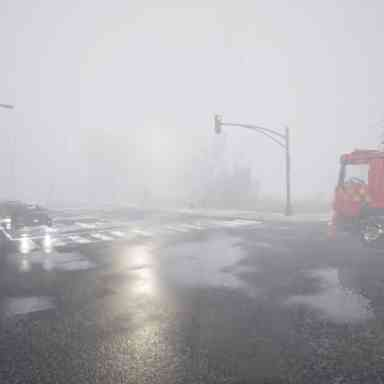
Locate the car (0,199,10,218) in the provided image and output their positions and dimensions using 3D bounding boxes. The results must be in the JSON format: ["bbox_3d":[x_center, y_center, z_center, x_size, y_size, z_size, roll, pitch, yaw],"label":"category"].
[{"bbox_3d":[-15.614,1.473,29.145,1.994,1.385,4.181,-2,1,-35],"label":"car"}]

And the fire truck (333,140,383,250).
[{"bbox_3d":[8.640,0.061,9.781,2.891,3.827,8.468,-1,1,-32],"label":"fire truck"}]

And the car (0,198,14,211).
[{"bbox_3d":[-22.439,1.489,39.518,1.895,1.301,4.718,-2,1,-33],"label":"car"}]

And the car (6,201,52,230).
[{"bbox_3d":[-10.133,1.488,20.862,1.994,1.385,4.181,-2,1,-33],"label":"car"}]
